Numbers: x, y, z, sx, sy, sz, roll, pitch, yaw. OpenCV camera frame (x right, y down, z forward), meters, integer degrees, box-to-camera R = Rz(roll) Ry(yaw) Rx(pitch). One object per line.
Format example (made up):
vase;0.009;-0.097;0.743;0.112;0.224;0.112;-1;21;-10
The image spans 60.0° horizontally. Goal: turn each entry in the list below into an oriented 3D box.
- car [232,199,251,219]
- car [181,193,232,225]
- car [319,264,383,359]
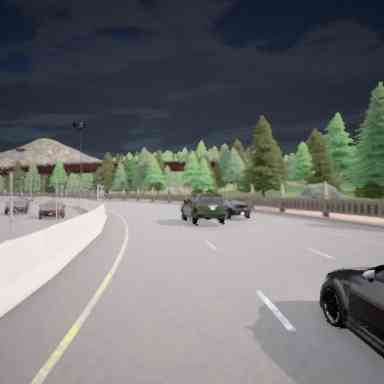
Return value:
car;3.231;1.363;27.457;1.837;1.490;4.892;0;0;-14
car;0.711;1.111;23.345;2.150;2.045;5.566;0;0;-13
car;3.328;1.528;4.276;1.994;1.385;4.181;0;0;-3
